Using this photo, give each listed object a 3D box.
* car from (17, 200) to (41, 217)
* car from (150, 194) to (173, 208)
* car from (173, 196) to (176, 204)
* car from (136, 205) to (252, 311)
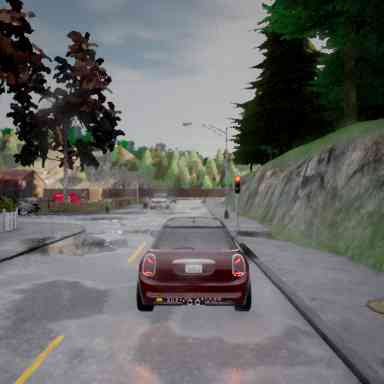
[{"bbox_3d":[-16.391,1.491,30.385,4.902,1.511,2.128,0,0,0],"label":"car"},{"bbox_3d":[-4.096,1.221,42.983,2.150,2.045,5.566,0,0,0],"label":"car"},{"bbox_3d":[-4.042,1.492,63.963,2.128,1.511,4.902,0,0,1],"label":"car"},{"bbox_3d":[0.055,1.352,7.910,2.097,1.767,4.553,0,0,1],"label":"car"}]
